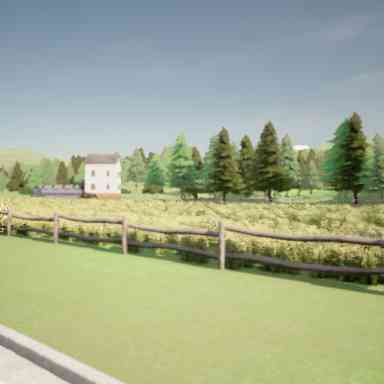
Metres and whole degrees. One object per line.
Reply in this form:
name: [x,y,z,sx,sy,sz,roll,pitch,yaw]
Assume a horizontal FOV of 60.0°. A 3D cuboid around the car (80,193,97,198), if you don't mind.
car: [-26.419,1.098,84.866,4.605,1.855,1.932,0,0,35]
